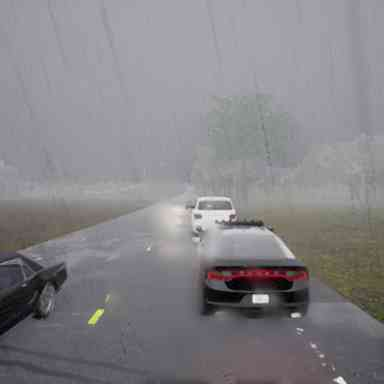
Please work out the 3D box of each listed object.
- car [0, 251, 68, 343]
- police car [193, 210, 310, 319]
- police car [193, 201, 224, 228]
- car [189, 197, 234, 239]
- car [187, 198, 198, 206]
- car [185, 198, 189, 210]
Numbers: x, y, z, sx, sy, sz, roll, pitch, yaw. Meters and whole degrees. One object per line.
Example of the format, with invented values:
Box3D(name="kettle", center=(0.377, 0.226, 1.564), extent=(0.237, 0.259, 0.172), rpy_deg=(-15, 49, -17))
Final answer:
Box3D(name="car", center=(-3.495, 1.618, 4.646), extent=(1.895, 1.301, 4.718), rpy_deg=(0, 0, 0))
Box3D(name="police car", center=(1.059, 1.450, 7.705), extent=(1.930, 1.638, 5.238), rpy_deg=(0, 0, 0))
Box3D(name="police car", center=(1.067, 1.496, 23.707), extent=(1.930, 1.638, 5.238), rpy_deg=(0, 0, 0))
Box3D(name="car", center=(1.064, 1.279, 17.626), extent=(2.150, 2.045, 5.566), rpy_deg=(0, 0, 0))
Box3D(name="car", center=(0.036, 1.709, 60.326), extent=(1.895, 1.301, 4.718), rpy_deg=(0, 0, 0))
Box3D(name="car", center=(0.070, 1.652, 45.468), extent=(2.033, 1.411, 5.357), rpy_deg=(0, 0, 1))
